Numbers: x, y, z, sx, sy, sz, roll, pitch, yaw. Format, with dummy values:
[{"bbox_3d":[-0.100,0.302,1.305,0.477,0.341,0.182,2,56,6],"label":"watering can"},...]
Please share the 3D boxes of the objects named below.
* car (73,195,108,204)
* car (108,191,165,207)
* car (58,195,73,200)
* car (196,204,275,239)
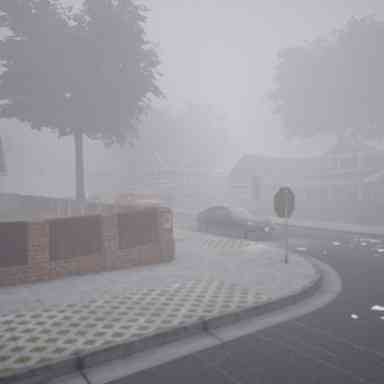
[{"bbox_3d":[-9.945,1.103,33.647,2.128,1.511,4.902,0,1,-35],"label":"car"},{"bbox_3d":[-4.156,0.951,25.468,2.150,2.045,5.566,0,1,-36],"label":"car"},{"bbox_3d":[-15.787,1.090,41.920,1.895,1.301,4.718,0,1,-35],"label":"car"},{"bbox_3d":[2.010,1.379,16.819,1.812,1.442,4.674,0,1,-36],"label":"car"}]
